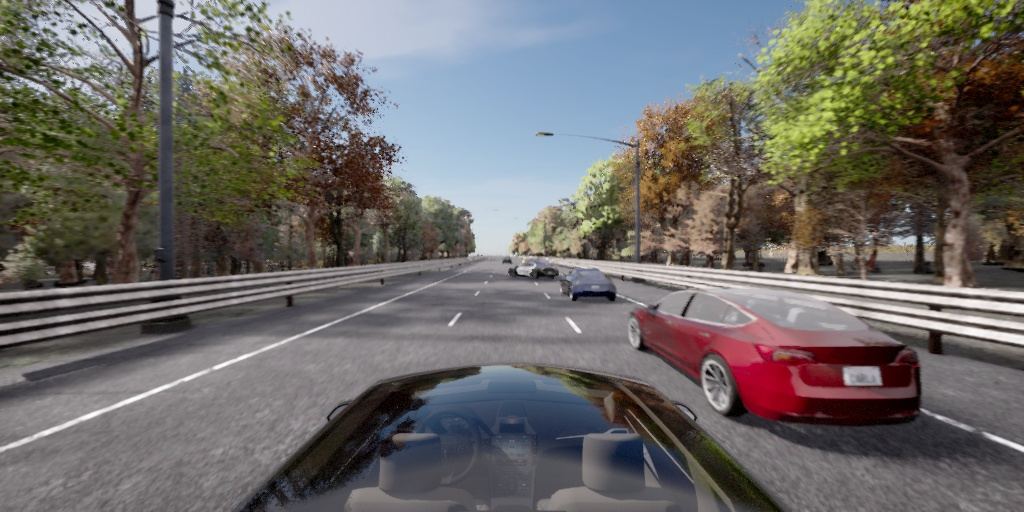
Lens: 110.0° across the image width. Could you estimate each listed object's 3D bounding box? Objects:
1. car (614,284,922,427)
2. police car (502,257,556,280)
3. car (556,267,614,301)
[{"bbox_3d":[3.502,1.234,5.925,2.163,1.488,4.792,0,0,0],"label":"car"},{"bbox_3d":[1.614,1.138,30.263,2.038,1.542,4.974,0,0,-35],"label":"police car"},{"bbox_3d":[3.466,1.250,16.933,1.994,1.385,4.181,0,0,0],"label":"car"}]
